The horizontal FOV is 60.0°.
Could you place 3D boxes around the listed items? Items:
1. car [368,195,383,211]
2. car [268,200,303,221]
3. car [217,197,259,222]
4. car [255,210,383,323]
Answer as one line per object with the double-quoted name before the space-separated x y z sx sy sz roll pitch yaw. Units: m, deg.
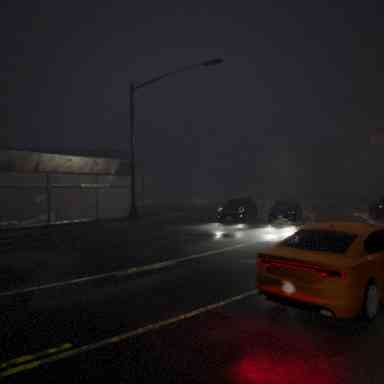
"car" 14.494 1.007 24.673 2.097 1.767 4.553 -1 0 20
"car" 6.664 1.297 23.465 2.128 1.511 4.902 -1 0 25
"car" 3.503 1.202 24.972 2.097 1.767 4.553 -1 0 25
"car" 3.393 1.394 7.200 5.008 1.535 1.882 -1 1 -43
